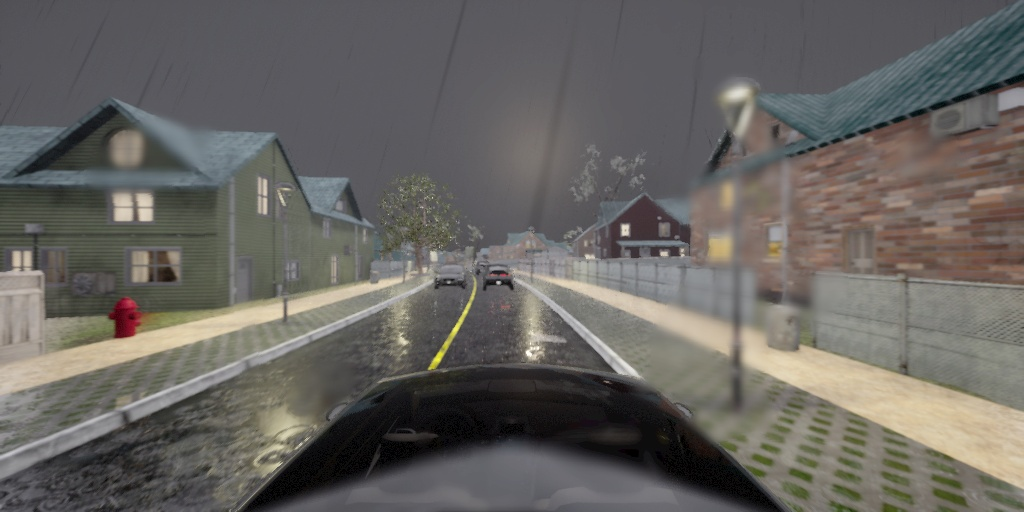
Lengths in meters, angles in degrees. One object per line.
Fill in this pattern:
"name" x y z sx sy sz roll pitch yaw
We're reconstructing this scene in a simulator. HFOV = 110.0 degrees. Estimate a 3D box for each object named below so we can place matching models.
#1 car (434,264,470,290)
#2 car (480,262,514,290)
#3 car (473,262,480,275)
"car" -3.755 1.274 22.738 1.837 1.490 4.892 0 -1 -4
"car" -0.954 1.267 22.842 1.837 1.490 4.892 0 0 -5
"car" -3.454 1.419 42.639 1.837 1.490 4.892 0 -1 -9
